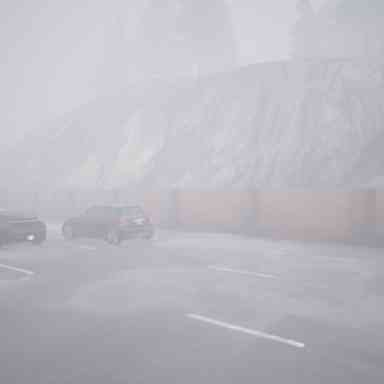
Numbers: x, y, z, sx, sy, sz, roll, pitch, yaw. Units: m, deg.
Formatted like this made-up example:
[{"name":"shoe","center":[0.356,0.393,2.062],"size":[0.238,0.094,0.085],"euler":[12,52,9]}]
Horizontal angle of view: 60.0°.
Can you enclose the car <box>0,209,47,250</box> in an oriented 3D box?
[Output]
[{"name":"car","center":[-8.103,1.481,14.067],"size":[4.892,1.490,1.837],"euler":[0,0,35]}]

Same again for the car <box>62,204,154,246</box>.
[{"name":"car","center":[-3.980,1.332,15.425],"size":[4.553,1.767,2.097],"euler":[0,0,36]}]
